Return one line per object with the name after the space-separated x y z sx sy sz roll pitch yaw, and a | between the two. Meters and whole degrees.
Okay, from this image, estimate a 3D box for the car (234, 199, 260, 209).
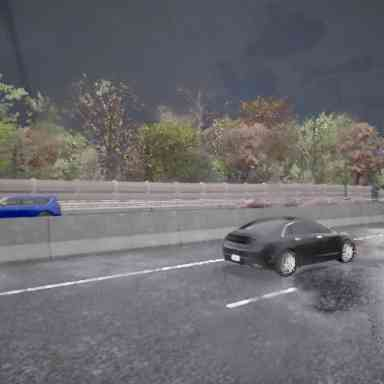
7.110 1.547 39.153 4.674 1.442 1.812 0 0 -35 | car

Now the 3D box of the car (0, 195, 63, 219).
-11.405 1.222 21.653 5.566 2.045 2.150 0 0 -35 | car

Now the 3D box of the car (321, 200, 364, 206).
14.880 1.530 31.798 4.892 1.490 1.837 0 0 -35 | car

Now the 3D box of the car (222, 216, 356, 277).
3.139 1.508 10.284 4.892 1.490 1.837 0 0 -36 | car

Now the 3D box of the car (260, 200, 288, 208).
10.473 1.571 37.255 5.357 1.411 2.033 0 0 -35 | car

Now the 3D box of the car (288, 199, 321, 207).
12.604 1.502 34.474 5.008 1.535 1.882 0 0 -35 | car
